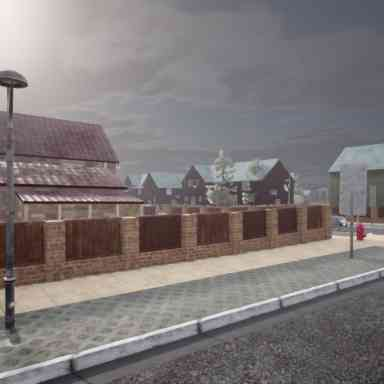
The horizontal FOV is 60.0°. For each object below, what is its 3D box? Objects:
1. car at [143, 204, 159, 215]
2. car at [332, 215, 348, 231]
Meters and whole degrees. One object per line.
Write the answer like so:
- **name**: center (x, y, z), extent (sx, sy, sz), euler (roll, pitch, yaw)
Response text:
- **car**: center (-5.939, 2.334, 41.790), extent (2.097, 1.767, 4.553), euler (1, -2, -36)
- **car**: center (7.980, 1.816, 22.589), extent (2.128, 1.511, 4.902), euler (2, -2, -37)
